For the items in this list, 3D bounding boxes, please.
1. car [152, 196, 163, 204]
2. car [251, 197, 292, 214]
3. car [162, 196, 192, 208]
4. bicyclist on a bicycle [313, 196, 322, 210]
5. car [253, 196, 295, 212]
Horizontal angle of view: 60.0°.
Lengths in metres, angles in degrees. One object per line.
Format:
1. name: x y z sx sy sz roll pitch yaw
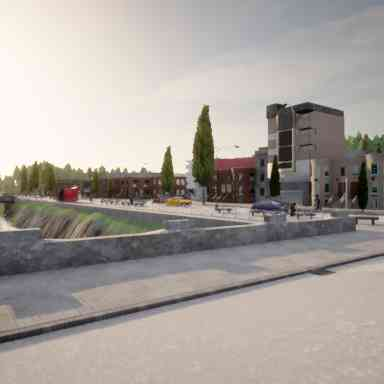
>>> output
1. car: -5.673 1.525 61.500 1.812 1.442 4.674 0 0 -35
2. car: 8.254 1.526 34.717 1.812 1.442 4.674 0 0 -36
3. car: -1.892 1.477 48.990 1.882 1.535 5.008 0 0 -35
4. bicyclist on a bicycle: 14.992 1.349 39.699 1.656 1.620 0.582 0 0 -35
5. car: 9.758 1.352 39.823 2.097 1.767 4.553 0 0 -35
